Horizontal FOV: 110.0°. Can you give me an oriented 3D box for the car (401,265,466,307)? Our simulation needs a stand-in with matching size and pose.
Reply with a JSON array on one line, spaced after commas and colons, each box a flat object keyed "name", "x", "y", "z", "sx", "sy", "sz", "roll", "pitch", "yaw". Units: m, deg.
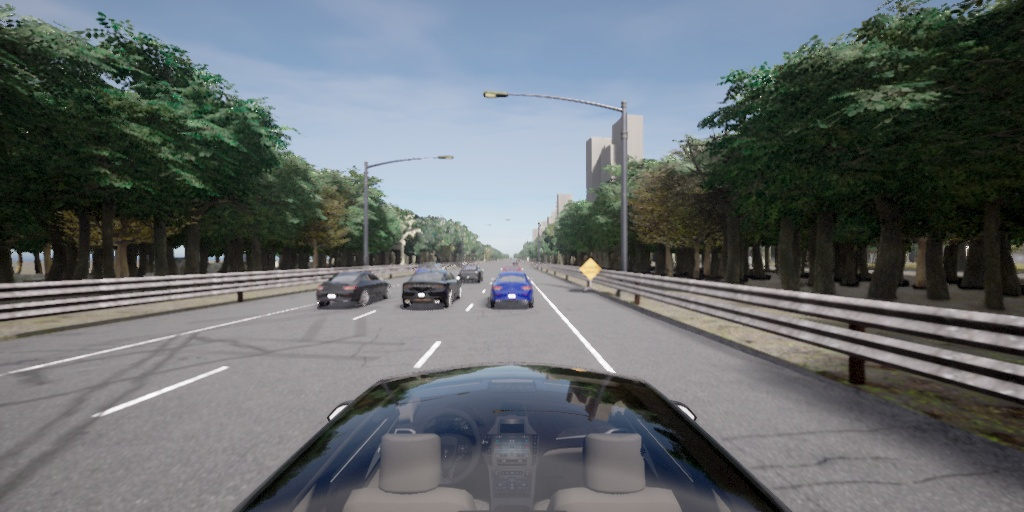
[{"name": "car", "x": -3.494, "y": 1.366, "z": 16.326, "sx": 1.882, "sy": 1.535, "sz": 5.008, "roll": 0, "pitch": 0, "yaw": 0}]

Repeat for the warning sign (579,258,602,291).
[{"name": "warning sign", "x": 4.551, "y": 1.048, "z": 20.827, "sx": 1.300, "sy": 1.860, "sz": 1.060, "roll": 0, "pitch": 0, "yaw": 0}]

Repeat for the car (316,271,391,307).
[{"name": "car", "x": -6.995, "y": 1.413, "z": 16.221, "sx": 1.812, "sy": 1.442, "sz": 4.674, "roll": 0, "pitch": 0, "yaw": 0}]

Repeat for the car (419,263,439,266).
[{"name": "car", "x": -6.995, "y": 1.384, "z": 30.925, "sx": 2.097, "sy": 1.767, "sz": 4.553, "roll": 0, "pitch": -1, "yaw": 0}]

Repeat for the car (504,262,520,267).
[{"name": "car", "x": 0.008, "y": 1.516, "z": 31.331, "sx": 1.882, "sy": 1.535, "sz": 5.008, "roll": 0, "pitch": 0, "yaw": 0}]

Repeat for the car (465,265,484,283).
[{"name": "car", "x": -3.495, "y": 1.529, "z": 31.147, "sx": 2.128, "sy": 1.511, "sz": 4.902, "roll": 0, "pitch": 0, "yaw": 0}]

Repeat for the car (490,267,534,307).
[{"name": "car", "x": 0.005, "y": 1.413, "z": 16.229, "sx": 1.812, "sy": 1.442, "sz": 4.674, "roll": 0, "pitch": 0, "yaw": 0}]
